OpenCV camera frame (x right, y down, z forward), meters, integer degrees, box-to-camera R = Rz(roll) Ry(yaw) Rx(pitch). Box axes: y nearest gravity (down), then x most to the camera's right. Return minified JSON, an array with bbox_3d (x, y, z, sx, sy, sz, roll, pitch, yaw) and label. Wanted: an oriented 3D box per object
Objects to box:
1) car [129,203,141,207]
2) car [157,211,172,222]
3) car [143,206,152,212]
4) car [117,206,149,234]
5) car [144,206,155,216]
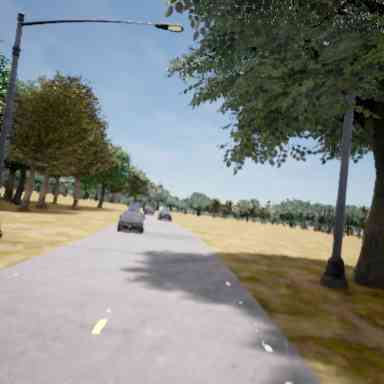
[{"bbox_3d":[-11.415,3.203,65.983,2.150,2.045,5.566,7,-3,-11],"label":"car"},{"bbox_3d":[-3.971,3.491,49.236,1.812,1.442,4.674,8,-3,-11],"label":"car"},{"bbox_3d":[-11.334,4.328,85.004,1.882,1.535,5.008,7,-3,-4],"label":"car"},{"bbox_3d":[-4.563,2.202,25.571,1.882,1.535,5.008,7,-3,-6],"label":"car"},{"bbox_3d":[-8.581,3.844,67.244,2.128,1.511,4.902,7,-3,-11],"label":"car"}]
